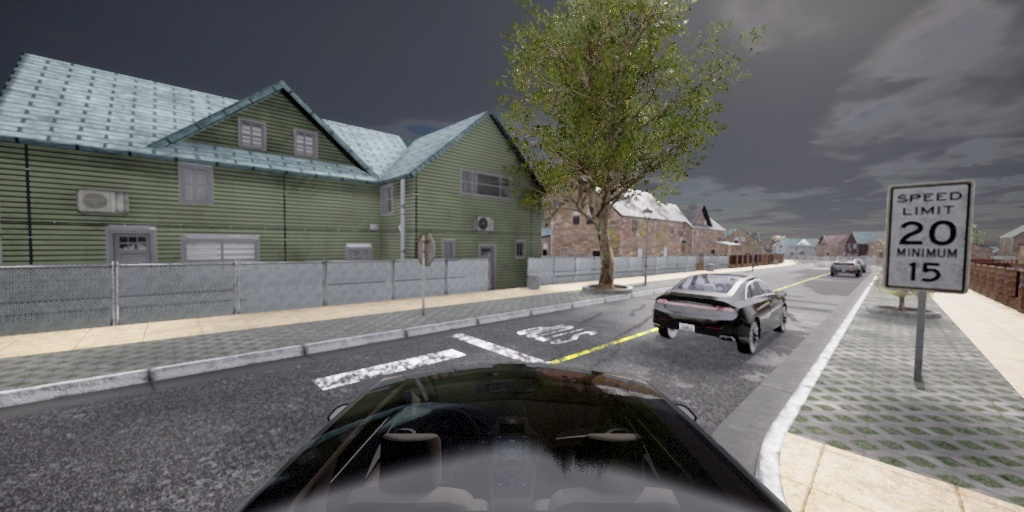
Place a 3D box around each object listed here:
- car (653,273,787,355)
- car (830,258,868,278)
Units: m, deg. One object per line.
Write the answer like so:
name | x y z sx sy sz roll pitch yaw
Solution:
car | 5.200 1.175 8.701 4.902 1.511 2.128 0 2 -43
car | 29.478 1.013 31.581 4.902 1.511 2.128 0 2 -43
